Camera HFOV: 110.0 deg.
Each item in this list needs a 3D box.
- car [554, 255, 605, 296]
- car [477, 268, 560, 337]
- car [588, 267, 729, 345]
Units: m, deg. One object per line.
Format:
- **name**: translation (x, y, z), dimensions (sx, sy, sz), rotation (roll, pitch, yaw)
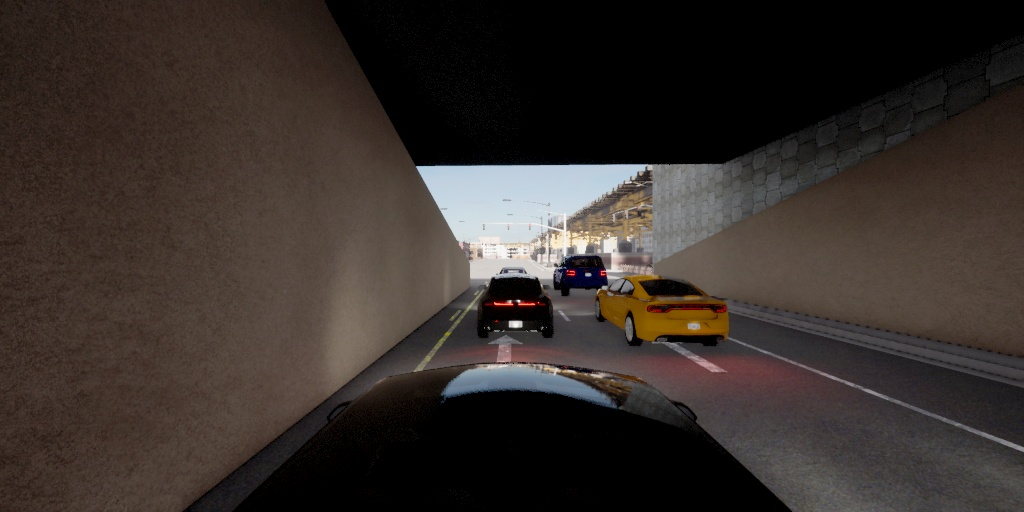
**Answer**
- **car**: translation (3.569, 0.971, 19.484), dimensions (2.150, 2.045, 5.566), rotation (0, 0, 0)
- **car**: translation (0.076, 1.255, 10.313), dimensions (1.837, 1.490, 4.892), rotation (0, 0, 0)
- **car**: translation (3.574, 1.228, 9.515), dimensions (1.882, 1.535, 5.008), rotation (0, 0, 0)
